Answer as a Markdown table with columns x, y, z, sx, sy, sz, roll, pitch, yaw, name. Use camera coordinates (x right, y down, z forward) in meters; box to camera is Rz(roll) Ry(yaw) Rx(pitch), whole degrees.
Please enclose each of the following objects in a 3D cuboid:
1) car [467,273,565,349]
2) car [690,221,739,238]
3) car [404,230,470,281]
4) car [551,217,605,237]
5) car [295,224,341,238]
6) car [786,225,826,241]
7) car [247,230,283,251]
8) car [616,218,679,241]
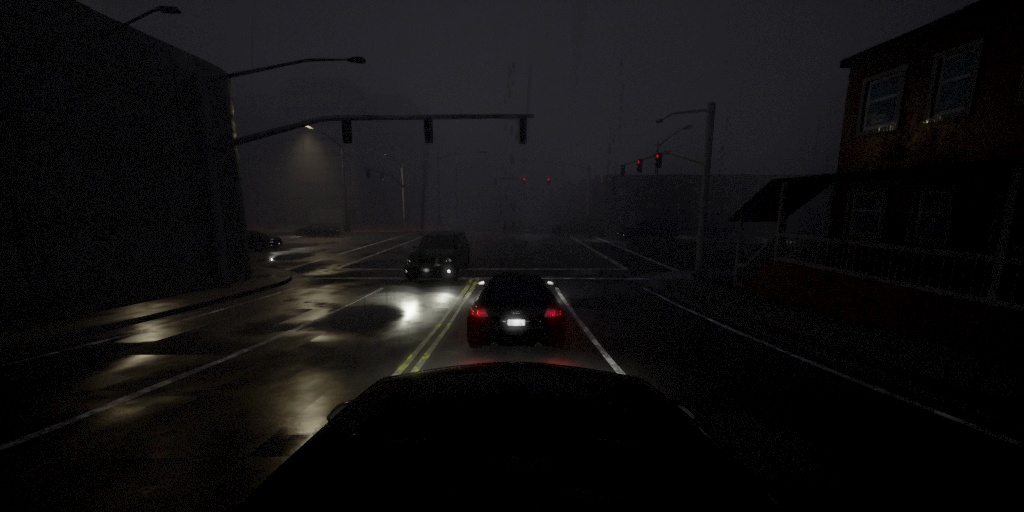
| x | y | z | sx | sy | sz | roll | pitch | yaw | name |
| --- | --- | --- | --- | --- | --- | --- | --- | --- | --- |
| 0.097 | 1.091 | 8.682 | 1.994 | 1.385 | 4.181 | 0 | 3 | 0 | car |
| 21.070 | -2.878 | 37.268 | 4.553 | 1.767 | 2.097 | 0 | 8 | 0 | car |
| -3.468 | -0.132 | 17.749 | 2.150 | 2.045 | 5.566 | 0 | 8 | 3 | car |
| 6.971 | -3.105 | 37.977 | 5.566 | 2.045 | 2.150 | 2 | 9 | 10 | car |
| -20.311 | -2.687 | 37.581 | 4.181 | 1.385 | 1.994 | 0 | 8 | 0 | car |
| 28.397 | -2.171 | 33.781 | 5.357 | 1.411 | 2.033 | 0 | 8 | 0 | car |
| -19.946 | -1.185 | 26.975 | 4.892 | 1.490 | 1.837 | 0 | 8 | 1 | car |
| 12.786 | -2.497 | 33.817 | 5.566 | 2.045 | 2.150 | 0 | 8 | 0 | car |
